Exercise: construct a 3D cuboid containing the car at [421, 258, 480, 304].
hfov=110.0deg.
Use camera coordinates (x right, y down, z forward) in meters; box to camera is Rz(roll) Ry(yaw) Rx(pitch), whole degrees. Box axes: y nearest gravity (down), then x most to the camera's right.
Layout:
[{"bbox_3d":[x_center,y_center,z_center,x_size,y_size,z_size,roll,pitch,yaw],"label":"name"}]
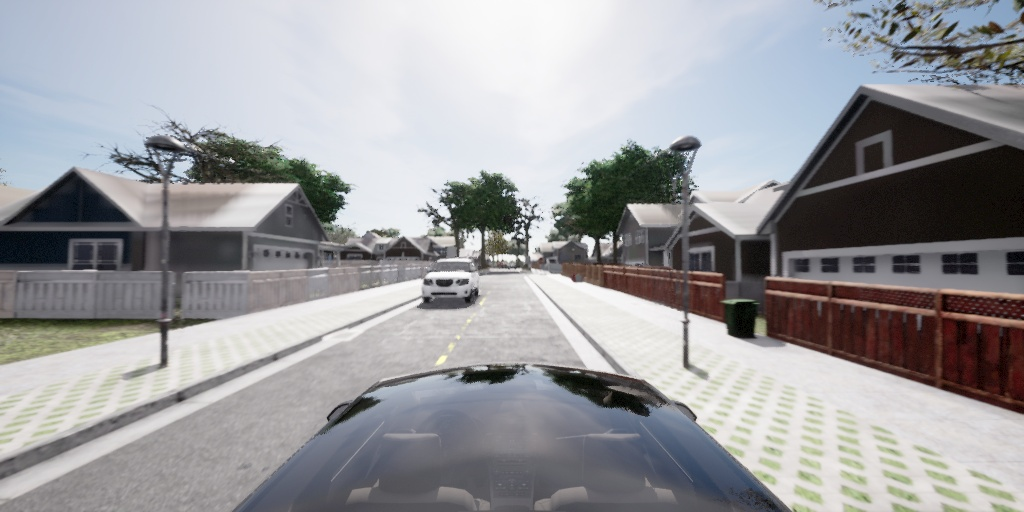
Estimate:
[{"bbox_3d":[-2.852,1.121,17.772,2.150,2.045,5.566,0,-1,0],"label":"car"}]
